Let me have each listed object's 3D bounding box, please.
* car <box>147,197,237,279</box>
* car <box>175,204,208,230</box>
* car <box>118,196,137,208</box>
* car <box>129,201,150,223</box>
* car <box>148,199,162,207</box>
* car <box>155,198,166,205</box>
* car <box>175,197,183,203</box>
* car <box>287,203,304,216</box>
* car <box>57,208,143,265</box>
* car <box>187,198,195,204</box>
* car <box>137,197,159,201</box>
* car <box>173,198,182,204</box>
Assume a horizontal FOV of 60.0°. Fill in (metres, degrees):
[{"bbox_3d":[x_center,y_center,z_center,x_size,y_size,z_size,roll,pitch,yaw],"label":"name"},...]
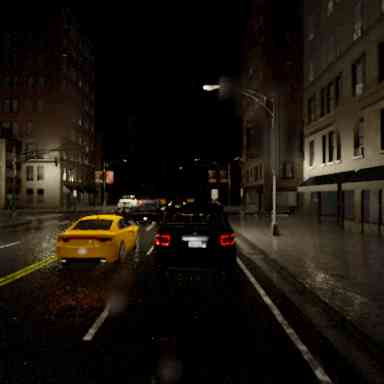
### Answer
[{"bbox_3d":[0.070,1.312,10.499,2.150,2.045,5.566,0,0,0],"label":"car"},{"bbox_3d":[0.004,1.685,23.462,2.128,1.511,4.902,0,0,1],"label":"car"},{"bbox_3d":[-10.008,1.645,51.938,2.150,2.045,5.566,0,0,-1],"label":"car"},{"bbox_3d":[-3.222,1.686,25.259,1.882,1.535,5.008,0,0,0],"label":"car"},{"bbox_3d":[-6.745,2.046,61.600,2.033,1.411,5.357,0,0,0],"label":"car"},{"bbox_3d":[-6.718,2.057,71.976,1.882,1.535,5.008,0,0,0],"label":"car"},{"bbox_3d":[-3.526,2.095,90.617,1.837,1.490,4.892,0,0,0],"label":"car"},{"bbox_3d":[12.667,1.904,36.882,4.181,1.385,1.994,0,-1,0],"label":"car"},{"bbox_3d":[-3.184,1.578,12.105,1.882,1.535,5.008,0,0,0],"label":"car"},{"bbox_3d":[-0.243,2.119,80.207,1.882,1.535,5.008,0,0,0],"label":"car"},{"bbox_3d":[-6.750,1.967,51.526,2.033,1.411,5.357,0,0,-1],"label":"car"},{"bbox_3d":[-3.494,2.169,80.613,1.812,1.442,4.674,0,0,0],"label":"car"}]
